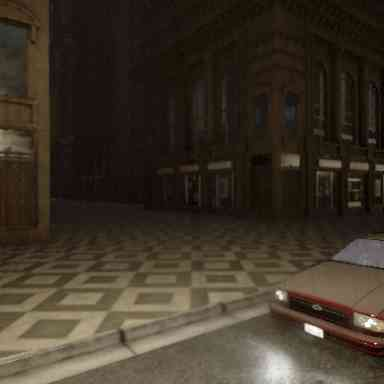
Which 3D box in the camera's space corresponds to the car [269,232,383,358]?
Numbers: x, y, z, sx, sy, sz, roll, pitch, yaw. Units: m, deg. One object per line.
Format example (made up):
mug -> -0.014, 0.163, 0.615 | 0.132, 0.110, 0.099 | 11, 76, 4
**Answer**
car -> 3.841, 1.498, 6.118 | 5.357, 1.411, 2.033 | 0, 0, -36
